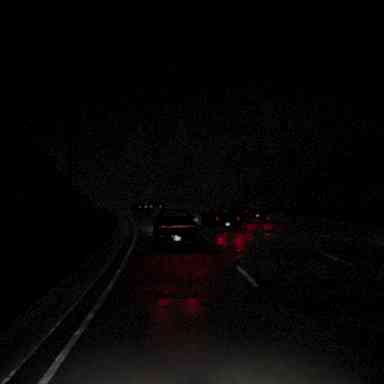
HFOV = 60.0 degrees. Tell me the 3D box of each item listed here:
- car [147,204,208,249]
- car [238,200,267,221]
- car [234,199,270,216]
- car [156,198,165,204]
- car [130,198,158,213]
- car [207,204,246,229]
[{"bbox_3d":[-0.830,1.527,14.859,2.128,1.511,4.902,0,0,-7],"label":"car"},{"bbox_3d":[4.335,1.545,26.702,1.812,1.442,4.674,0,0,-12],"label":"car"},{"bbox_3d":[6.114,1.546,34.416,1.812,1.442,4.674,0,0,-15],"label":"car"},{"bbox_3d":[-5.015,1.629,45.572,1.837,1.490,4.892,0,0,-21],"label":"car"},{"bbox_3d":[-5.826,1.664,38.236,2.033,1.411,5.357,0,0,-19],"label":"car"},{"bbox_3d":[1.728,1.630,22.043,1.895,1.301,4.718,0,0,-10],"label":"car"}]
